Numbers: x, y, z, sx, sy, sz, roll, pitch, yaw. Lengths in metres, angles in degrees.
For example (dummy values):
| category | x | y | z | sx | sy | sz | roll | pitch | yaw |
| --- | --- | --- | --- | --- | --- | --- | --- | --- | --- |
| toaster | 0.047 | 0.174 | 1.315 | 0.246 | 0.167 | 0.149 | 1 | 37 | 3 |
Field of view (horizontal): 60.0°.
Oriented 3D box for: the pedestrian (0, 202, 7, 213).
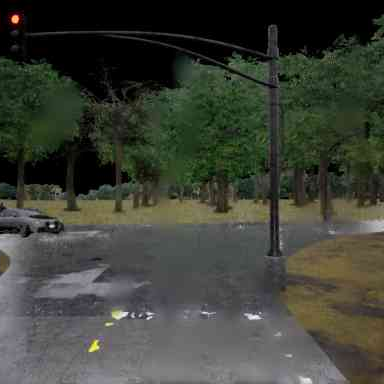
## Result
| category | x | y | z | sx | sy | sz | roll | pitch | yaw |
| --- | --- | --- | --- | --- | --- | --- | --- | --- | --- |
| pedestrian | -15.238 | 1.717 | 26.749 | 0.375 | 1.860 | 0.375 | 0 | -1 | 0 |

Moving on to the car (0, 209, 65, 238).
| category | x | y | z | sx | sy | sz | roll | pitch | yaw |
| --- | --- | --- | --- | --- | --- | --- | --- | --- | --- |
| car | -8.595 | 1.552 | 17.122 | 4.181 | 1.385 | 1.994 | -2 | -2 | 26 |
